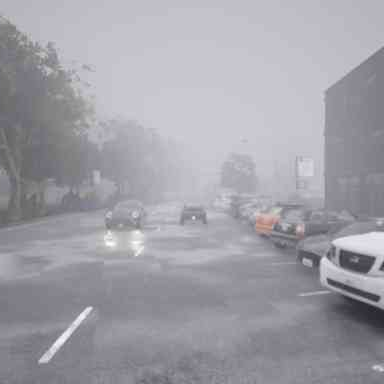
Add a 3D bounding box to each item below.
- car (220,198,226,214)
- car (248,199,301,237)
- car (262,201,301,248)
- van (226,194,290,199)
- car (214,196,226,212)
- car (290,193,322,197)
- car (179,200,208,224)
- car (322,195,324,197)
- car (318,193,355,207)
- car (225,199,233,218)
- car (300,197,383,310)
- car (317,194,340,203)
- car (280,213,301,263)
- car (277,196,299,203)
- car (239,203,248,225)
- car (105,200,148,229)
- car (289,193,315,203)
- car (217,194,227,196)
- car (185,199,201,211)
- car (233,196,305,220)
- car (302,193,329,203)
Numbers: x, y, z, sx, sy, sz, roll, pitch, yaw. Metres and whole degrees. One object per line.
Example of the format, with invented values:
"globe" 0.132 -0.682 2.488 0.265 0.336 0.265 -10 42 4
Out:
"car" 5.382 1.519 30.733 4.674 1.452 2.002 1 0 -20
"car" 5.336 1.348 15.710 4.553 1.767 2.185 1 0 -20
"car" 5.330 1.348 12.709 4.553 1.767 2.185 1 0 -20
"van" 5.490 1.253 27.776 4.442 1.987 1.878 1 0 -20
"car" 5.198 1.475 33.674 5.366 1.575 1.946 1 0 -20
"car" 18.341 1.249 55.767 2.435 2.045 5.566 0 1 -21
"car" 0.103 1.495 24.847 1.837 1.490 4.892 0 0 0
"car" 21.256 1.531 55.884 2.163 1.488 4.792 -1 1 -22
"car" 24.222 1.252 55.965 2.435 2.045 5.566 -1 1 -21
"car" 5.371 1.476 24.730 5.008 1.535 2.097 1 0 -20
"car" 5.326 1.226 6.695 5.566 2.045 2.435 1 0 -20
"car" 30.010 1.394 73.081 2.185 1.767 4.553 1 -1 -22
"car" 5.330 1.505 9.695 4.792 1.488 2.163 1 0 -20
"car" 20.931 1.544 72.829 2.163 1.488 4.792 0 -1 -21
"car" 5.373 1.514 18.719 4.674 1.452 2.002 1 0 -20
"car" -4.128 1.341 21.538 2.097 1.767 4.553 0 0 0
"car" 23.953 1.265 72.913 2.435 2.045 5.566 0 -1 -21
"car" 5.384 1.232 39.768 5.566 2.045 2.435 1 0 -20
"car" 0.061 1.599 42.073 1.895 1.301 4.718 0 0 -1
"car" 5.410 1.350 21.727 4.553 1.767 2.185 1 0 -20
"car" 27.014 1.266 72.951 2.435 2.045 5.566 1 -1 -22
